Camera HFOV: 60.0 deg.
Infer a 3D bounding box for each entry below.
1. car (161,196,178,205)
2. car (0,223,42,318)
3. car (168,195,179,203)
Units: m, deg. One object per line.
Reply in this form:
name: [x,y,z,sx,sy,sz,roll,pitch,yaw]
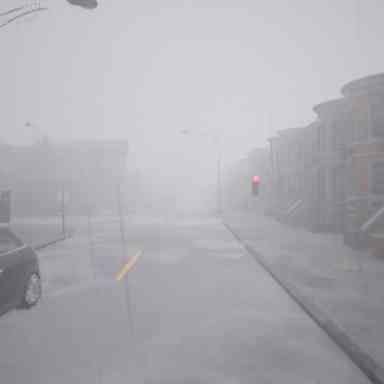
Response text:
car: [-4.016,1.432,55.844,2.033,1.411,5.357,0,0,1]
car: [-4.083,1.342,4.785,2.097,1.767,4.553,0,0,0]
car: [-3.954,1.544,71.761,1.882,1.535,5.008,0,0,0]
